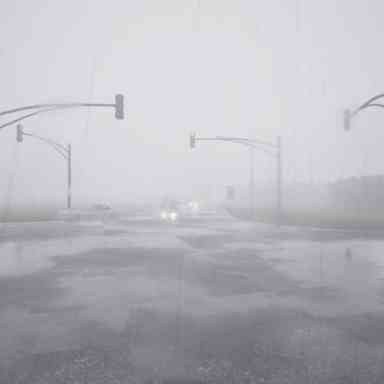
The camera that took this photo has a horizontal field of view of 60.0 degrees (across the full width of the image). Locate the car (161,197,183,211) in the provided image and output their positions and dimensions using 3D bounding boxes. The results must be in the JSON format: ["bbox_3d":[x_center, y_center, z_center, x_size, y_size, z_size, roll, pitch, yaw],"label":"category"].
[{"bbox_3d":[-2.664,1.489,40.565,2.128,1.511,4.902,0,0,3],"label":"car"}]

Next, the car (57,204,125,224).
[{"bbox_3d":[-7.595,1.618,25.131,4.718,1.301,1.895,-1,1,-42],"label":"car"}]

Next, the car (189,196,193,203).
[{"bbox_3d":[-0.871,1.578,69.476,1.895,1.301,4.718,0,0,4],"label":"car"}]

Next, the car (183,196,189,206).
[{"bbox_3d":[-1.954,1.515,54.154,1.812,1.442,4.674,0,0,4],"label":"car"}]

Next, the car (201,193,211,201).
[{"bbox_3d":[3.412,1.190,79.138,2.150,2.045,5.566,0,0,5],"label":"car"}]
